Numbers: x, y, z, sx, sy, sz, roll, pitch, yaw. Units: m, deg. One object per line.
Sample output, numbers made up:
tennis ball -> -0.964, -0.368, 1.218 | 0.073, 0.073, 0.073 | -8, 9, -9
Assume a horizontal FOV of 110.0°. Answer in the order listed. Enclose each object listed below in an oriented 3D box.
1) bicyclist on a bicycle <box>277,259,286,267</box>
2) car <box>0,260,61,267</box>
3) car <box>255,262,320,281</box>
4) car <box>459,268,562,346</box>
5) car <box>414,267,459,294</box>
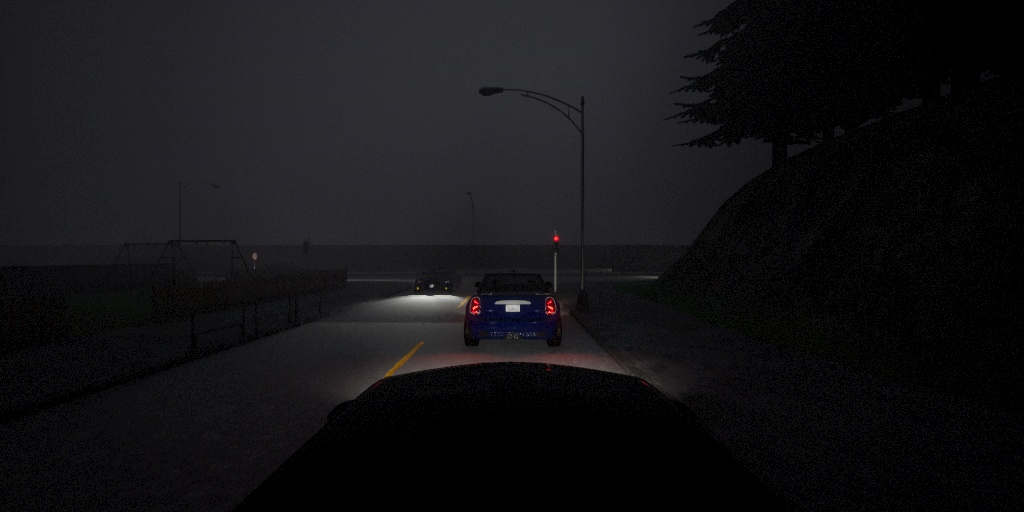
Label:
bicyclist on a bicycle -> -24.264, 1.099, 37.725 | 0.582, 1.620, 1.656 | 0, 0, 0
car -> -38.660, 1.102, 29.338 | 4.553, 1.767, 2.097 | 0, 0, 0
car -> -18.283, 1.241, 29.326 | 4.902, 1.511, 2.128 | 0, 0, 0
car -> 0.036, 1.102, 9.537 | 2.097, 1.767, 4.553 | 0, 0, 0
car -> -4.006, 1.314, 19.980 | 1.994, 1.385, 4.181 | 0, 0, 0
